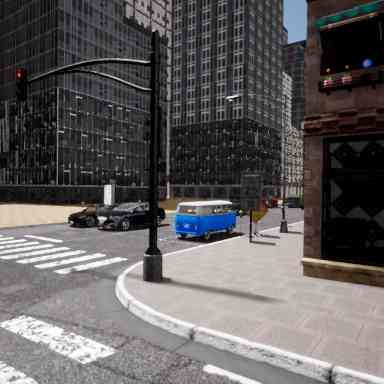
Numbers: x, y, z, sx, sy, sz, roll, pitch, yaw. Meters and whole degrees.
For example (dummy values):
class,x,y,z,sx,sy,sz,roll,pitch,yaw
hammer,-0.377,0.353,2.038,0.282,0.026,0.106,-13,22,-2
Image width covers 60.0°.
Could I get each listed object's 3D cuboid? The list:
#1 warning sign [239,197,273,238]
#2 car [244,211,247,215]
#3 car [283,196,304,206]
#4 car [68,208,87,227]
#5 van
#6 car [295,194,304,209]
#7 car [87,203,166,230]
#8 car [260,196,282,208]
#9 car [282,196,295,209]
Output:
class,x,y,z,sx,sy,sz,roll,pitch,yaw
warning sign,3.106,1.177,16.135,1.300,1.860,1.060,1,1,35
car,3.625,1.420,30.954,1.837,1.490,4.892,1,1,35
car,16.356,1.363,53.305,1.752,1.417,4.829,1,1,35
car,-6.005,1.467,21.893,1.947,1.339,4.313,1,1,35
van,0.825,1.368,17.030,1.690,1.788,3.998,1,1,35
car,15.417,1.159,42.100,2.150,2.045,5.566,1,1,36
car,-3.669,1.431,20.709,2.128,1.511,4.902,1,1,35
car,10.038,1.293,44.428,1.967,1.590,4.097,1,1,35
car,13.283,1.415,44.430,1.812,1.442,4.674,1,1,36
